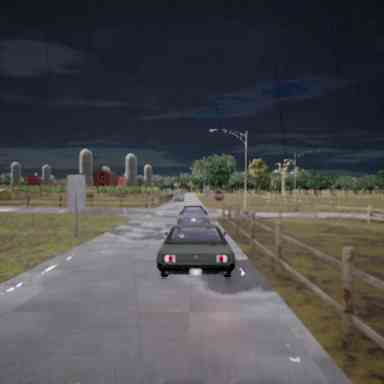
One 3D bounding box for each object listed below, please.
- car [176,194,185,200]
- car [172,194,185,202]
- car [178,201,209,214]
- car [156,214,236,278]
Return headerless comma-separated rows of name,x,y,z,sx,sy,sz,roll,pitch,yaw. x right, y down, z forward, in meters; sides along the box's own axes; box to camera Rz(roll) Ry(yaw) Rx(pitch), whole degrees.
car,-2.763,1.288,81.347,1.895,1.301,4.718,0,0,0
car,-2.771,1.128,66.429,2.097,1.767,4.553,0,0,0
car,0.092,1.508,20.580,1.994,1.385,4.181,0,0,0
car,0.103,1.576,9.994,1.895,1.301,4.718,0,0,0
